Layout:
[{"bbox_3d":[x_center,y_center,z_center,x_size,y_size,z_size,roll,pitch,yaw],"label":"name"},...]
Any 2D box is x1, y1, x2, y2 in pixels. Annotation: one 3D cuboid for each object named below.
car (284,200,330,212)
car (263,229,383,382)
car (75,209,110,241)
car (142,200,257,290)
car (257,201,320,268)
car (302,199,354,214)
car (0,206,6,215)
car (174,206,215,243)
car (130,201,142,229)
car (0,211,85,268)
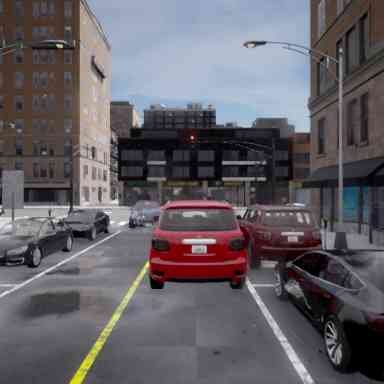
[{"bbox_3d":[13.443,1.674,39.092,4.718,1.301,1.895,0,0,0],"label":"car"},{"bbox_3d":[2.642,1.566,5.446,1.947,1.339,4.313,0,0,0],"label":"car"},{"bbox_3d":[-5.370,1.565,16.779,1.947,1.339,4.313,0,0,0],"label":"car"},{"bbox_3d":[0.089,1.221,9.243,2.150,2.045,5.566,0,0,-1],"label":"car"},{"bbox_3d":[2.649,1.314,11.108,2.192,1.841,5.009,0,0,0],"label":"car"},{"bbox_3d":[14.555,1.584,35.839,4.892,1.490,1.837,0,0,1],"label":"car"},{"bbox_3d":[-18.626,1.480,29.031,4.181,1.385,1.994,0,0,0],"label":"car"},{"bbox_3d":[0.109,1.525,17.028,1.812,1.442,4.674,0,0,0],"label":"car"},{"bbox_3d":[-2.874,1.351,21.503,2.097,1.767,4.553,0,0,-10],"label":"car"},{"bbox_3d":[-5.376,1.550,11.117,2.008,1.369,4.403,0,0,0],"label":"car"}]
